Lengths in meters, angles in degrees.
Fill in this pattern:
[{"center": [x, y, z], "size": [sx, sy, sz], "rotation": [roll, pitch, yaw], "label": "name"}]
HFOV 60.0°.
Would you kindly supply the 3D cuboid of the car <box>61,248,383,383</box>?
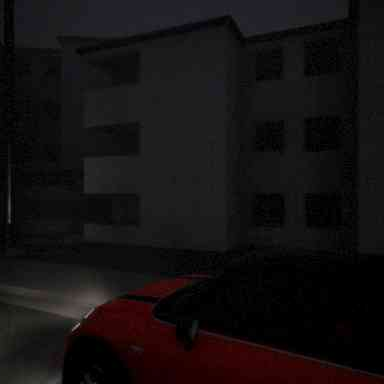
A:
[{"center": [0.858, 1.346, 3.118], "size": [4.553, 1.767, 2.097], "rotation": [0, 0, 33], "label": "car"}]
